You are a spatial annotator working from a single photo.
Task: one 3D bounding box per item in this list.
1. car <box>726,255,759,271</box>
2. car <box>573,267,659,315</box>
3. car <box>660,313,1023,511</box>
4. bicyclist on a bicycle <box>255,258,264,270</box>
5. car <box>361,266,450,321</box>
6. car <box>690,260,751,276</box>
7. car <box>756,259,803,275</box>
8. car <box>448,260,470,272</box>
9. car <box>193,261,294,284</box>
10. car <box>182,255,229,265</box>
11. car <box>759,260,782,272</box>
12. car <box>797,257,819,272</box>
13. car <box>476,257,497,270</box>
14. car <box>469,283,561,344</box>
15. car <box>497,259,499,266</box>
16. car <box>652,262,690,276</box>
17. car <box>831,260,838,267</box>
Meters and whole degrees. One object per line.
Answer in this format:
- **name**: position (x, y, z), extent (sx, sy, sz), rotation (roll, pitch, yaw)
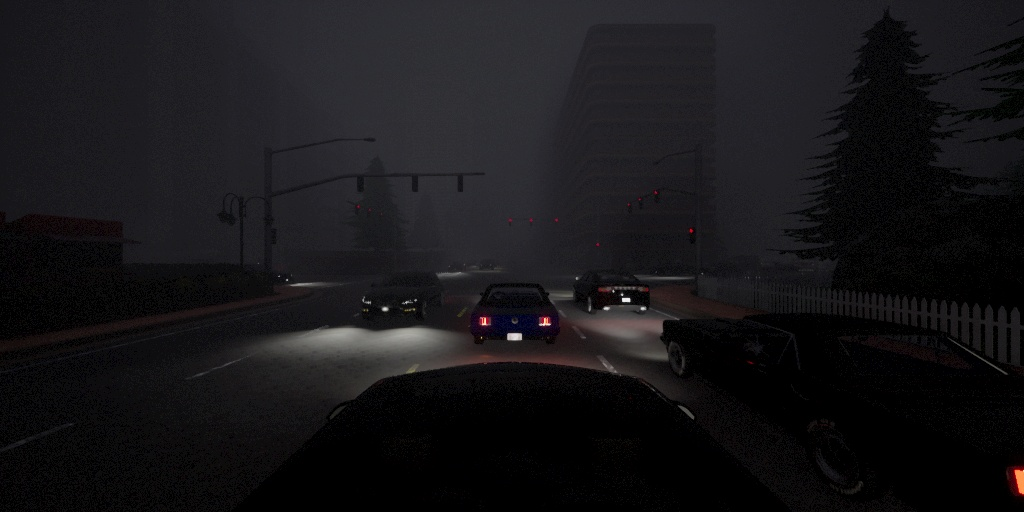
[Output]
- **car**: position (25.629, 0.915, 40.092), extent (5.566, 2.045, 2.150), rotation (0, 0, -31)
- **car**: position (3.581, 1.227, 13.702), extent (1.882, 1.535, 5.008), rotation (0, 0, 0)
- **car**: position (3.599, 1.351, 4.381), extent (1.895, 1.301, 4.718), rotation (0, 0, 0)
- **bicyclist on a bicycle**: position (-27.907, 0.995, 39.730), extent (0.582, 1.620, 1.656), rotation (0, 0, 0)
- **car**: position (-3.606, 1.255, 12.616), extent (1.837, 1.490, 4.892), rotation (0, 0, 0)
- **car**: position (19.554, 1.295, 33.638), extent (4.718, 1.301, 1.895), rotation (0, 0, -18)
- **car**: position (27.901, 1.295, 37.404), extent (4.718, 1.301, 1.895), rotation (0, 0, -31)
- **car**: position (-7.123, 1.350, 47.066), extent (1.895, 1.301, 4.718), rotation (0, 0, 0)
- **car**: position (-17.923, 1.242, 24.326), extent (5.357, 1.411, 2.033), rotation (0, 0, 0)
- **car**: position (-30.870, 1.046, 34.914), extent (4.553, 1.767, 2.097), rotation (0, 0, 0)
- **car**: position (33.357, 1.220, 46.216), extent (1.812, 1.442, 4.674), rotation (0, 0, 42)
- **car**: position (36.235, 0.915, 44.154), extent (2.150, 2.045, 5.566), rotation (0, 0, 43)
- **car**: position (-3.622, 1.227, 51.963), extent (1.882, 1.535, 5.008), rotation (0, 0, 0)
- **car**: position (0.070, 1.351, 9.494), extent (1.895, 1.301, 4.718), rotation (0, 0, 0)
- **car**: position (-3.605, 1.254, 62.062), extent (1.837, 1.490, 4.892), rotation (0, 0, 0)
- **car**: position (16.571, 1.295, 36.487), extent (4.718, 1.301, 1.895), rotation (0, 0, -14)
- **car**: position (37.458, 1.241, 39.938), extent (5.357, 1.411, 2.033), rotation (0, 0, -44)
